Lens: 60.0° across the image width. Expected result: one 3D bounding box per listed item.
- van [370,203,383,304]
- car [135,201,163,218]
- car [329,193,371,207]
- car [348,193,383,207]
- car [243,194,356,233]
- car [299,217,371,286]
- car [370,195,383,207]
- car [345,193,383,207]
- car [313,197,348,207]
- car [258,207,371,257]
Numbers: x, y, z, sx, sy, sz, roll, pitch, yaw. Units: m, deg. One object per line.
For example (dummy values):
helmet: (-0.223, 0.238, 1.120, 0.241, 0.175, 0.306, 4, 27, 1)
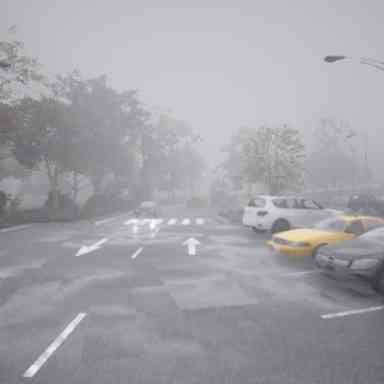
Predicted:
van: (5.485, 1.258, 5.527, 4.442, 1.987, 1.878, 1, 0, -20)
car: (-3.835, 1.518, 30.240, 1.812, 1.442, 4.674, 0, 0, 5)
car: (23.958, 1.223, 50.660, 2.435, 2.045, 5.566, 0, -1, -21)
car: (27.018, 1.223, 50.698, 2.435, 2.045, 5.566, 1, -1, -22)
car: (5.382, 1.224, 17.519, 5.566, 2.045, 2.435, 1, 0, -20)
car: (5.378, 1.521, 8.484, 4.674, 1.452, 2.002, 1, 0, -20)
car: (30.014, 1.351, 50.828, 2.185, 1.767, 4.553, 1, -1, -22)
car: (18.342, 1.225, 33.516, 2.435, 2.045, 5.566, 0, 1, -21)
car: (20.935, 1.502, 50.577, 2.163, 1.488, 4.792, 0, -1, -21)
car: (5.195, 1.473, 11.426, 5.366, 1.575, 1.946, 1, 0, -20)
